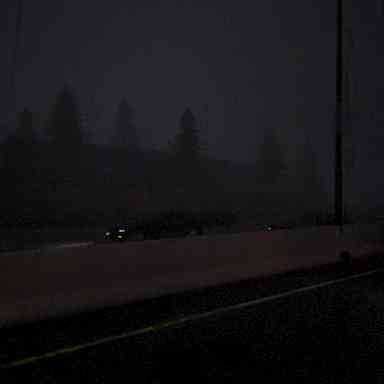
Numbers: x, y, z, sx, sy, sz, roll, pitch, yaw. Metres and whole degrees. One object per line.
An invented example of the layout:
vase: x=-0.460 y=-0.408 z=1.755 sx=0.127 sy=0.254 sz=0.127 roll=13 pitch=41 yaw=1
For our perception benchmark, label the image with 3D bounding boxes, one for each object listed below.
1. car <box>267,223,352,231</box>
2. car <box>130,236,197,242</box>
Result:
car: x=6.190 y=1.707 z=17.068 sx=5.357 sy=1.411 sz=2.033 roll=1 pitch=0 yaw=-36
car: x=-1.643 y=1.585 z=15.737 sx=4.892 sy=1.490 sz=1.837 roll=1 pitch=0 yaw=-36
